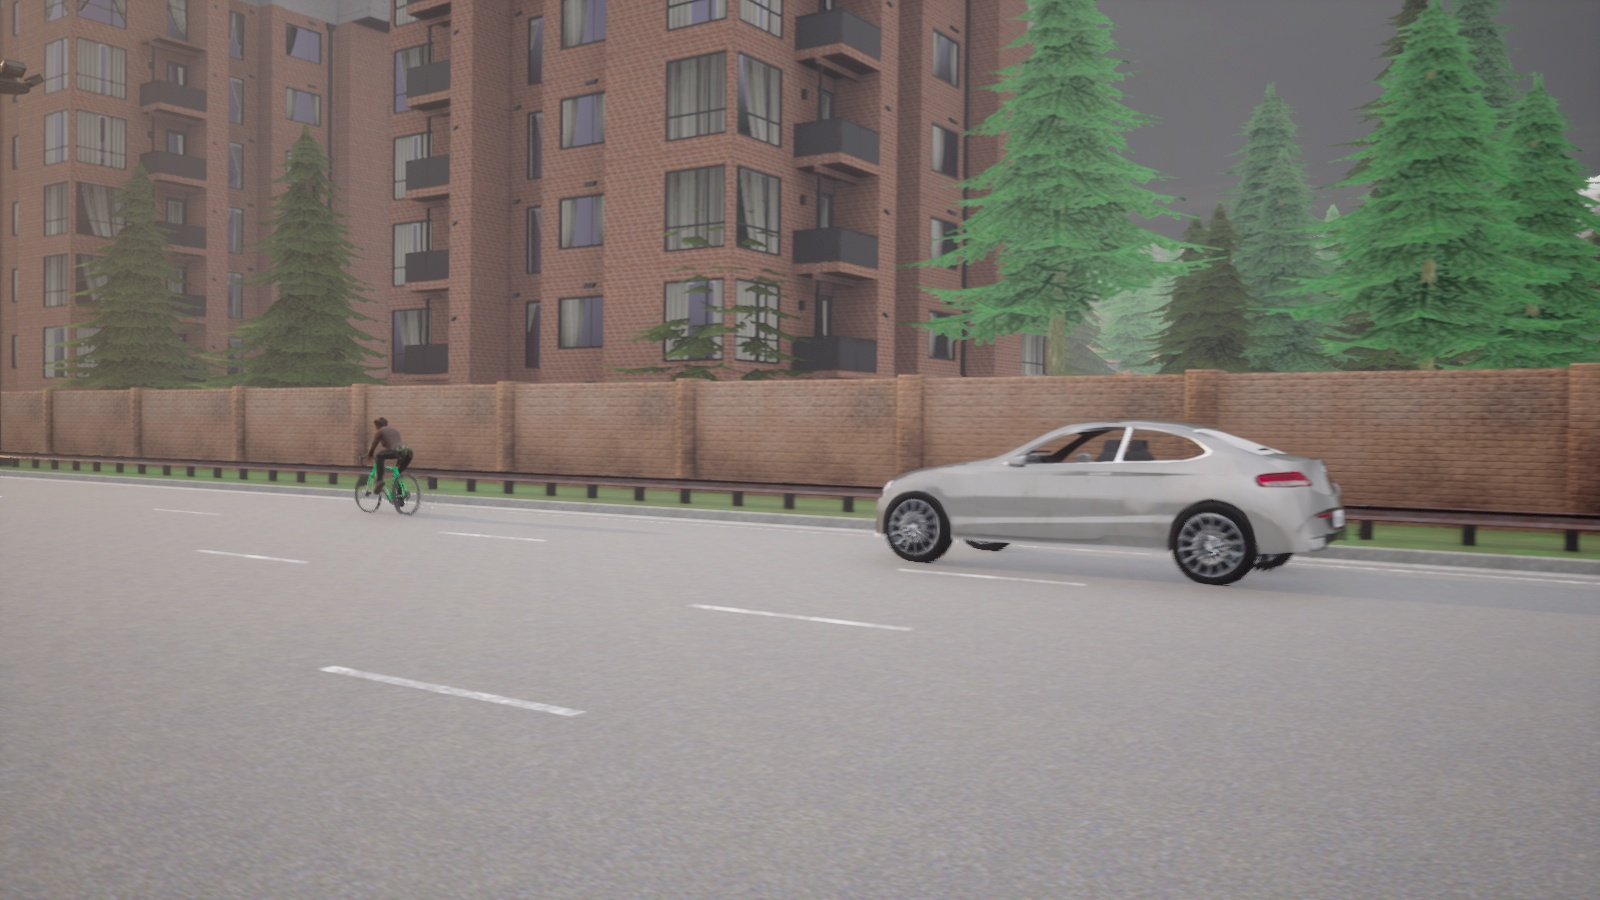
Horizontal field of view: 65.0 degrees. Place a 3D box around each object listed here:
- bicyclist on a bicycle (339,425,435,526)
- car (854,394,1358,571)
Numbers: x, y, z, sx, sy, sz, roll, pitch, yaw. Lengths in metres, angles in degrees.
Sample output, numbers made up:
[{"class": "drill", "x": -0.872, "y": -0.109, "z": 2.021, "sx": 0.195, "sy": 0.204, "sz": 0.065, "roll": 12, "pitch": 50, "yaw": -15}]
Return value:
[{"class": "bicyclist on a bicycle", "x": -6.838, "y": 0.403, "z": 20.768, "sx": 1.656, "sy": 1.620, "sz": 0.582, "roll": 0, "pitch": 1, "yaw": 34}, {"class": "car", "x": 3.320, "y": 0.272, "z": 14.017, "sx": 5.027, "sy": 1.651, "sz": 2.152, "roll": 0, "pitch": 1, "yaw": 34}]
